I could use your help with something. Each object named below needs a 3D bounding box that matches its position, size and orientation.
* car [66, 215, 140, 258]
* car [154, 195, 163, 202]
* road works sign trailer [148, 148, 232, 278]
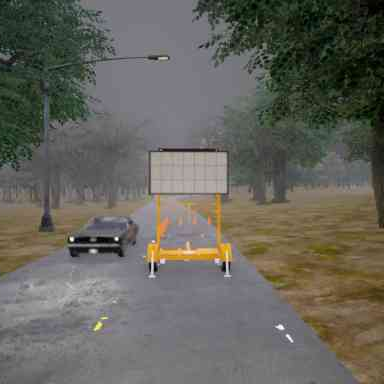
[{"bbox_3d":[-3.240,1.614,12.950,1.895,1.301,4.718,0,0,-2],"label":"car"},{"bbox_3d":[-8.924,1.565,89.240,2.150,2.045,5.566,0,0,-5],"label":"car"},{"bbox_3d":[-0.097,0.475,10.220,2.380,3.560,2.880,0,0,-2],"label":"road works sign trailer"}]
